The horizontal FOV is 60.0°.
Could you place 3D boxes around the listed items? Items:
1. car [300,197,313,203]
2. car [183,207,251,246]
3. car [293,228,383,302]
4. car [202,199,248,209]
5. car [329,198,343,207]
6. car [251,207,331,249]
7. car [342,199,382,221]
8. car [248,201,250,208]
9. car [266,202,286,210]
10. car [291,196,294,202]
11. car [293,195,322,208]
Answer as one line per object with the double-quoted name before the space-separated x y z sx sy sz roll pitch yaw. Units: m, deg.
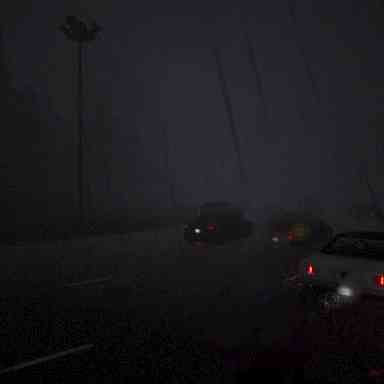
"car" 25.433 1.717 74.256 1.895 1.301 4.718 0 0 9
"car" 1.451 1.646 15.889 1.994 1.385 4.181 0 0 37
"car" 4.454 1.626 8.038 1.895 1.301 4.718 -1 0 42
"car" 2.128 1.473 23.693 2.097 1.767 4.553 -1 0 26
"car" 23.524 1.706 53.546 1.812 1.442 4.674 0 0 9
"car" 4.479 1.583 14.077 1.812 1.442 4.674 0 0 37
"car" 14.631 1.565 28.494 1.882 1.535 5.008 0 0 13
"car" 6.893 1.689 44.857 1.882 1.535 5.008 0 0 9
"car" 9.267 1.759 37.098 1.895 1.301 4.718 0 0 9
"car" 27.614 1.685 88.602 2.097 1.767 4.553 0 0 9
"car" 12.389 1.486 35.287 2.097 1.767 4.553 0 0 10
